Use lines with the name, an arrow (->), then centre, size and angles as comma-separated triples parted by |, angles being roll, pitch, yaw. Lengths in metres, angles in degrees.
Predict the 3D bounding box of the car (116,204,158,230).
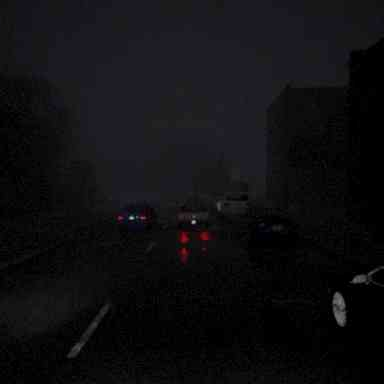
car -> -3.148, 1.403, 19.891 | 2.033, 1.411, 5.357 | 0, 0, 0

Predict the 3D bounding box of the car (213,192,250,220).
car -> 3.225, 1.041, 25.909 | 2.435, 2.045, 5.566 | 0, 0, 0

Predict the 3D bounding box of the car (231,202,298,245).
car -> 3.229, 1.401, 14.865 | 2.163, 1.488, 4.792 | 0, 0, 0

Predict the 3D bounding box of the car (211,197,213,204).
car -> 3.228, 1.247, 31.720 | 1.946, 1.575, 5.366 | 0, 0, 0

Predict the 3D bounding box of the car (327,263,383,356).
car -> 3.224, 1.453, 3.777 | 2.231, 1.521, 4.892 | 0, 0, 0

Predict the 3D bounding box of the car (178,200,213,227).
car -> 0.102, 1.444, 21.549 | 1.895, 1.301, 4.718 | 0, 0, 0

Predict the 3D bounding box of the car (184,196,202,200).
car -> 0.116, 1.211, 38.800 | 2.128, 1.511, 4.902 | 0, 0, 0
